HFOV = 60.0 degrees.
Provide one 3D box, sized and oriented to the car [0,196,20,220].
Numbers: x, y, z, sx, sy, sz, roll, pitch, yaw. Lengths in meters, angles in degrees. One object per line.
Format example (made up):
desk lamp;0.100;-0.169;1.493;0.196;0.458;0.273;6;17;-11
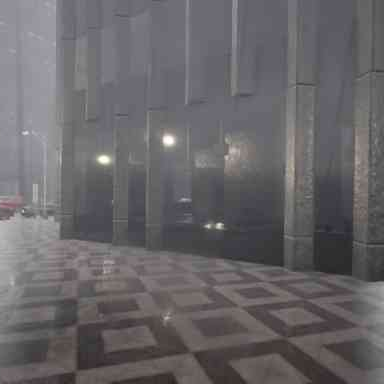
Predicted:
car;-17.076;1.463;26.681;2.192;1.841;5.009;1;0;35

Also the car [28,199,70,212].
car;-17.484;1.633;40.828;1.947;1.339;4.313;1;0;35

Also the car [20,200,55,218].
car;-13.810;1.742;31.283;1.947;1.339;4.313;1;0;35

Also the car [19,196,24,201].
car;-20.750;1.353;36.227;2.192;1.841;5.009;1;0;35
